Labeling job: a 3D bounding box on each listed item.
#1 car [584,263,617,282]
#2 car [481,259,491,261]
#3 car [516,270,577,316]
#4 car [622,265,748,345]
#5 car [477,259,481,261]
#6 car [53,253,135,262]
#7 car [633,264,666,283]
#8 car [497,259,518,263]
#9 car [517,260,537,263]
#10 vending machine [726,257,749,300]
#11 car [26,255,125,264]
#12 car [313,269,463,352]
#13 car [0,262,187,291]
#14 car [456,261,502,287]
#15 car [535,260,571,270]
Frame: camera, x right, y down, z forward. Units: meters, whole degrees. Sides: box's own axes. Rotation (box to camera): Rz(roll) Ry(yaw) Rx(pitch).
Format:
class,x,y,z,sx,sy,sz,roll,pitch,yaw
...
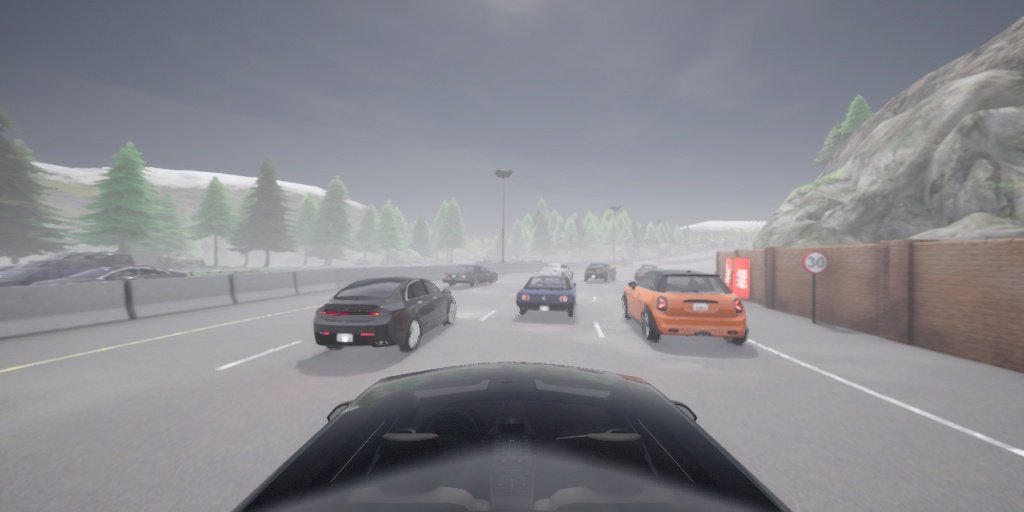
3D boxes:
class,x,y,z,sx,sy,sz,roll,pitch,yaw
car,7.404,1.330,29.830,1.837,1.490,4.892,0,0,27
car,-2.236,1.335,59.539,2.033,1.411,5.357,0,0,37
car,1.464,1.371,13.526,1.895,1.301,4.718,0,0,11
car,4.425,1.140,9.927,2.097,1.767,4.553,0,0,8
car,-5.059,1.270,61.608,2.128,1.511,4.902,0,0,37
car,-25.636,0.814,20.999,2.150,2.045,5.566,0,0,13
car,11.649,1.419,30.259,1.994,1.385,4.181,0,0,29
car,0.422,1.297,57.252,2.128,1.511,4.902,0,0,37
car,3.385,1.362,55.368,1.837,1.490,4.892,0,0,37
vending machine,11.137,1.036,17.638,1.100,2.100,0.880,0,0,18
car,-22.739,0.961,17.516,2.097,1.767,4.553,0,0,12
car,-2.778,1.242,8.916,1.837,1.490,4.892,0,0,6
car,-16.208,1.143,14.672,2.128,1.511,4.902,0,0,11
car,-2.706,1.299,24.406,2.033,1.411,5.357,0,0,20
car,3.846,1.328,30.527,1.812,1.442,4.674,0,0,26
